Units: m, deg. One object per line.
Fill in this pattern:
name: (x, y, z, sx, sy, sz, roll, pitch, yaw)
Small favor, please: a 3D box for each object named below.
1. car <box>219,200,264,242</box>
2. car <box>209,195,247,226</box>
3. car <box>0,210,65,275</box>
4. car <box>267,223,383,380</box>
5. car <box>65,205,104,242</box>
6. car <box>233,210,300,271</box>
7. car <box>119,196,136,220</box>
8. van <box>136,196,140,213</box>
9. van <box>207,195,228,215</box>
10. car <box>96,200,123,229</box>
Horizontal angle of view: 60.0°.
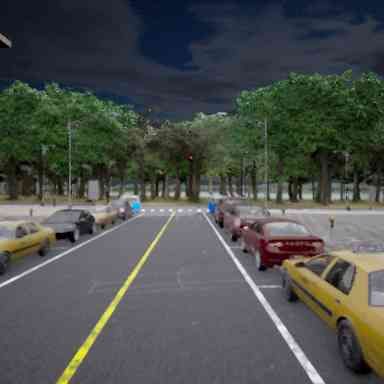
car: (2.617, 1.372, 16.073, 1.967, 1.590, 4.097, 0, 0, -1)
car: (2.563, 1.229, 21.511, 2.192, 1.841, 5.009, 0, 0, -1)
car: (-5.852, 1.508, 10.383, 1.752, 1.417, 4.829, 0, 0, -1)
car: (2.724, 1.496, 5.369, 1.752, 1.417, 4.829, 0, 0, -1)
car: (-5.907, 1.528, 15.990, 1.947, 1.339, 4.313, 0, 0, -1)
car: (2.672, 1.496, 10.637, 1.887, 1.381, 4.507, 0, 0, -1)
car: (-6.015, 1.366, 26.864, 1.967, 1.590, 4.097, 0, 0, -1)
van: (-6.070, 1.248, 32.301, 1.690, 1.788, 3.998, 0, 0, -1)
van: (2.455, 1.218, 32.385, 1.690, 1.788, 3.998, 0, 0, -1)
car: (-5.959, 1.470, 21.257, 1.752, 1.417, 4.829, 0, 0, -1)
